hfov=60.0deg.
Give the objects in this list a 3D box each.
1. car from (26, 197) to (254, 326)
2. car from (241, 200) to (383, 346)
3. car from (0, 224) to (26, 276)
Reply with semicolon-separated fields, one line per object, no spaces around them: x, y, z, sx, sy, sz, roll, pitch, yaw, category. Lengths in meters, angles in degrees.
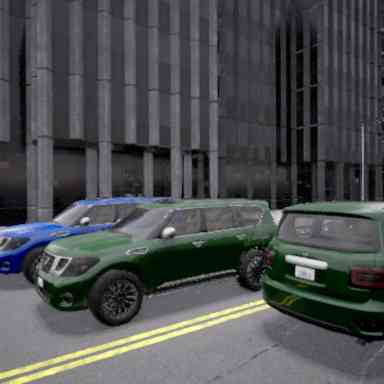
-0.386;1.196;7.401;5.566;2.045;2.150;-1;0;-35;car
3.721;1.179;6.094;5.566;2.045;2.150;0;0;-36;car
-2.666;1.199;9.769;5.566;2.045;2.150;0;0;-36;car
